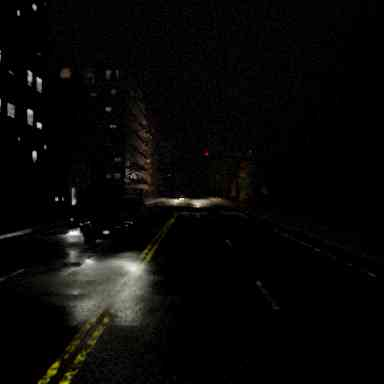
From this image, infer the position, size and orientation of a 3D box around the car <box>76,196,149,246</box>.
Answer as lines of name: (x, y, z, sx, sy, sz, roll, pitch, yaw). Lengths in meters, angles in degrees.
car: (-3.348, 1.220, 15.727, 2.150, 2.045, 5.566, 0, 0, 0)

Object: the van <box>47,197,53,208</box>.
van: (-22.726, 1.605, 49.458, 3.998, 1.788, 1.690, -1, 1, -1)

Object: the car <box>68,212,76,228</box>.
car: (-6.580, 1.545, 22.562, 2.033, 1.411, 5.357, 0, 0, 0)
